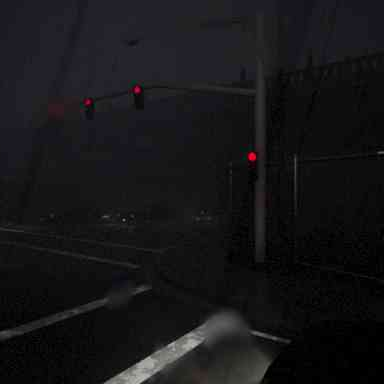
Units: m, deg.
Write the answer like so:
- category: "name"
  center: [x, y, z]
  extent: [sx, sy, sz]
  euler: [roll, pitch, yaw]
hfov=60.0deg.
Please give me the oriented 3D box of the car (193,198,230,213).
- category: "car"
  center: [2.357, 1.547, 39.798]
  extent: [2.128, 1.511, 4.902]
  euler: [0, 0, 35]

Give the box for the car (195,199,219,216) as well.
- category: "car"
  center: [2.527, 1.603, 33.997]
  extent: [2.033, 1.411, 5.357]
  euler: [0, 0, 35]

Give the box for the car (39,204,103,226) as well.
- category: "car"
  center: [-8.708, 1.581, 24.258]
  extent: [1.812, 1.442, 4.674]
  euler: [0, 0, 37]

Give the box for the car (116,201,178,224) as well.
- category: "car"
  center: [-3.306, 1.603, 25.785]
  extent: [2.033, 1.411, 5.357]
  euler: [0, 0, 35]

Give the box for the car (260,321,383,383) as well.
- category: "car"
  center: [3.041, 1.547, 1.799]
  extent: [5.357, 1.411, 2.033]
  euler: [0, 0, 36]

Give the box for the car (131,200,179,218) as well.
- category: "car"
  center: [-3.421, 1.581, 31.659]
  extent: [1.812, 1.442, 4.674]
  euler: [0, 0, 36]
